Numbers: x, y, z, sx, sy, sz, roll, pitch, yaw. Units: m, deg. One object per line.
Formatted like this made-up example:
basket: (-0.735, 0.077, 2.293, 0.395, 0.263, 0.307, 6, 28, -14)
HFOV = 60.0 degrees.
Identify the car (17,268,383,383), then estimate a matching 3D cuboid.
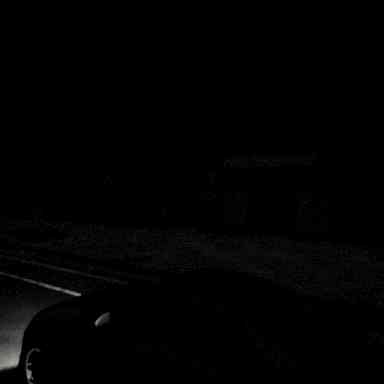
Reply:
car: (-0.029, 1.573, 3.587, 4.181, 1.385, 1.994, 0, 0, 36)
